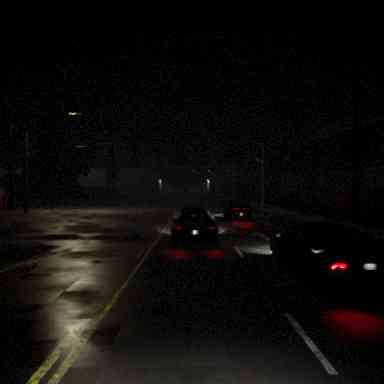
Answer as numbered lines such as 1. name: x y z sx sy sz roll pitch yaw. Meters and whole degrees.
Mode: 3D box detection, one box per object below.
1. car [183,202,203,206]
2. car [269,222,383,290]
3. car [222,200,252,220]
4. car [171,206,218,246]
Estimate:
1. car: 0.094 1.508 27.631 1.895 1.301 4.718 0 0 1
2. car: 3.596 1.551 9.219 2.033 1.411 5.357 0 0 0
3. car: 3.603 1.418 26.851 1.837 1.490 4.892 0 -1 0
4. car: 0.104 1.552 15.178 1.994 1.385 4.181 0 0 0
